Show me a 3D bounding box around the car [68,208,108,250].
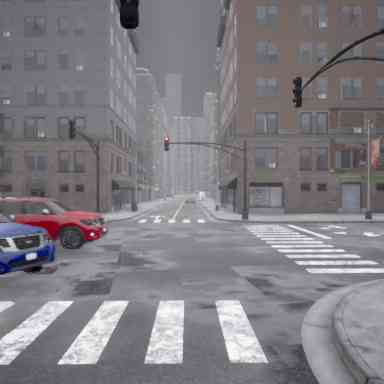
[{"bbox_3d":[-6.432,1.238,13.874,5.566,2.045,2.150,0,0,-1],"label":"car"}]

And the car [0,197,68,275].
[{"bbox_3d":[-6.445,1.238,9.137,5.566,2.045,2.150,-1,-1,22],"label":"car"}]

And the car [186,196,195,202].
[{"bbox_3d":[-0.410,1.483,73.744,1.895,1.301,4.718,0,0,0],"label":"car"}]

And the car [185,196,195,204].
[{"bbox_3d":[-0.337,1.648,63.739,1.895,1.301,4.718,0,0,0],"label":"car"}]
